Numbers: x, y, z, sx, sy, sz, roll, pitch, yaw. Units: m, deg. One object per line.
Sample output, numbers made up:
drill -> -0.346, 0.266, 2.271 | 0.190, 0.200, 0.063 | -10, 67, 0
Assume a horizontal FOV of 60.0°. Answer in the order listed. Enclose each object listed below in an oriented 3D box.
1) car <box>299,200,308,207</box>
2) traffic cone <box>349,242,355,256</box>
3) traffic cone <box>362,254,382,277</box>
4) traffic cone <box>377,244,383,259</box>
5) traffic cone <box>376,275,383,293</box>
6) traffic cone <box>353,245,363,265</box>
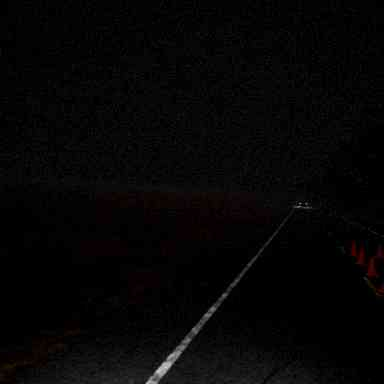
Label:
car -> 25.896, 2.628, 77.447 | 1.837, 1.490, 4.892 | 3, 1, 19
traffic cone -> 6.957, 2.438, 14.320 | 0.340, 0.580, 0.340 | 3, 0, 18
traffic cone -> 5.695, 2.348, 10.525 | 0.340, 0.580, 0.340 | 3, 0, 18
traffic cone -> 7.904, 2.488, 14.004 | 0.340, 0.580, 0.340 | 3, 0, 18
traffic cone -> 5.064, 2.303, 8.628 | 0.340, 0.580, 0.340 | 3, 0, 18
traffic cone -> 6.327, 2.393, 12.423 | 0.340, 0.580, 0.340 | 3, 0, 18
